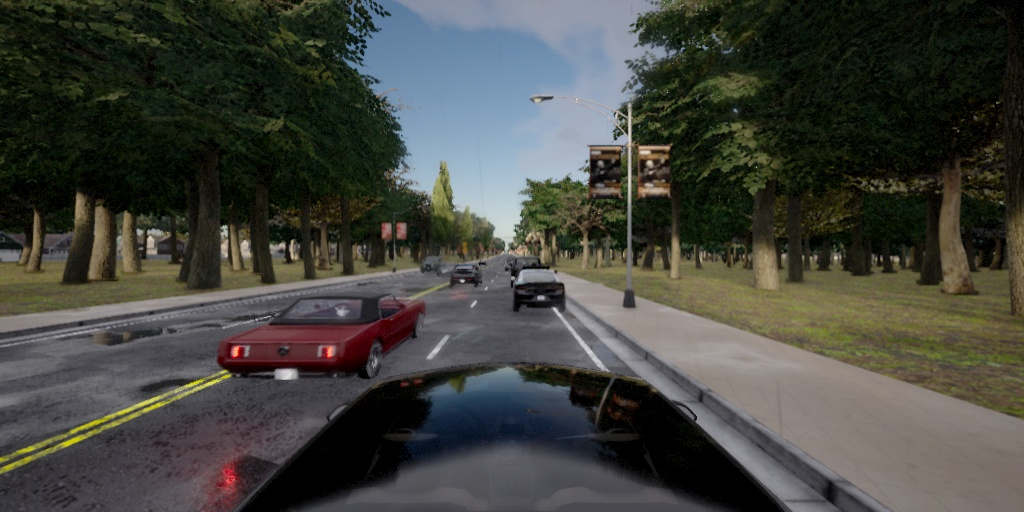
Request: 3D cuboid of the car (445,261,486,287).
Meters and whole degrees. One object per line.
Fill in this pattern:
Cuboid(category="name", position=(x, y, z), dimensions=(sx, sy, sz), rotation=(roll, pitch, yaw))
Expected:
Cuboid(category="car", position=(-3.137, 1.327, 25.157), dimensions=(1.837, 1.490, 4.892), rotation=(0, 0, 0))

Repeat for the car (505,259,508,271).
Cuboid(category="car", position=(0.039, 1.478, 51.318), dimensions=(1.994, 1.385, 4.181), rotation=(0, 0, 1))

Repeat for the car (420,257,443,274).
Cuboid(category="car", position=(-9.822, 1.111, 44.915), dimensions=(2.150, 2.045, 5.566), rotation=(0, 0, 0))

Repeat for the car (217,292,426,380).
Cuboid(category="car", position=(-3.146, 1.367, 7.234), dimensions=(1.895, 1.301, 4.718), rotation=(0, 0, 0))

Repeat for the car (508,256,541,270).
Cuboid(category="car", position=(0.989, 1.044, 24.529), dimensions=(2.150, 2.045, 5.566), rotation=(0, 0, 0))

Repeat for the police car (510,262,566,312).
Cuboid(category="police car", position=(0.982, 1.213, 14.609), dimensions=(1.930, 1.638, 5.238), rotation=(0, 0, 0))

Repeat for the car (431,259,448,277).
Cuboid(category="car", position=(-6.579, 1.355, 37.227), dimensions=(2.128, 1.511, 4.902), rotation=(0, 0, 0))
